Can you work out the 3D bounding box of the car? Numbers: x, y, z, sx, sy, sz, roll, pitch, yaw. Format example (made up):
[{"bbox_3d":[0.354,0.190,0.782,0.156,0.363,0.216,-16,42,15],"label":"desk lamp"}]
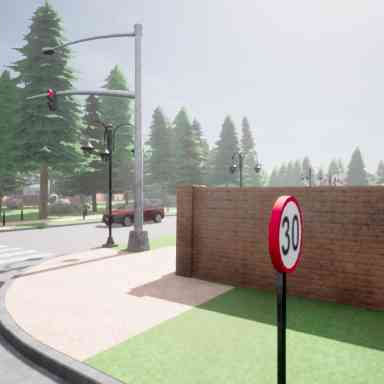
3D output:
[{"bbox_3d":[-3.973,1.464,23.129,1.882,1.535,5.008,0,0,35],"label":"car"}]
